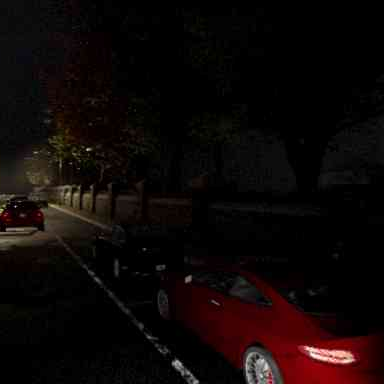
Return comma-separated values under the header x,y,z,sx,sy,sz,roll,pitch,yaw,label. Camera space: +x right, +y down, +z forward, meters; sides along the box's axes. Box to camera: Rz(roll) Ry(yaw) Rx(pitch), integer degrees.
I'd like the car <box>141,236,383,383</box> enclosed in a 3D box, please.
x,y,z,sx,sy,sz,roll,pitch,yaw,label
0.873,1.594,4.892,1.802,1.307,4.206,1,0,-28,car

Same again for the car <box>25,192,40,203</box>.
x,y,z,sx,sy,sz,roll,pitch,yaw,label
-30.603,1.023,63.716,2.192,1.841,5.009,1,0,-28,car

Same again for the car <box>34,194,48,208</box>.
x,y,z,sx,sy,sz,roll,pitch,yaw,label
-20.113,1.369,44.107,2.008,1.369,4.403,1,0,-28,car

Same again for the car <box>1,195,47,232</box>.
x,y,z,sx,sy,sz,roll,pitch,yaw,label
-10.045,1.261,19.717,2.097,1.767,4.553,1,0,-28,car

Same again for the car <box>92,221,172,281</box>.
x,y,z,sx,sy,sz,roll,pitch,yaw,label
-1.750,1.539,9.793,2.008,1.369,4.403,1,0,-28,car

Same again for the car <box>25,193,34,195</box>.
x,y,z,sx,sy,sz,roll,pitch,yaw,label
-17.288,1.193,33.256,2.097,1.767,4.553,1,0,-28,car

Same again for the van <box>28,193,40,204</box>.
x,y,z,sx,sy,sz,roll,pitch,yaw,label
-27.980,1.078,58.814,1.690,1.788,3.998,1,0,-28,van
